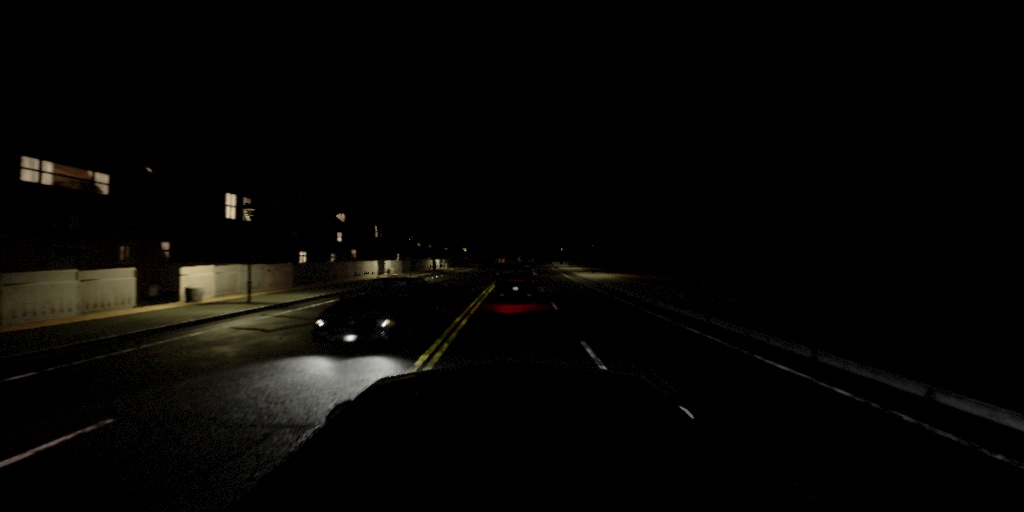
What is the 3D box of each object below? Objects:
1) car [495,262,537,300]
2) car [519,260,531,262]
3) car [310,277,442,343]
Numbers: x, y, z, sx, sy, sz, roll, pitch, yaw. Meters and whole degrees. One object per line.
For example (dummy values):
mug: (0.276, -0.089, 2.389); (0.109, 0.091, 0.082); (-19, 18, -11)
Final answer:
car: (0.211, 1.249, 17.974); (1.882, 1.535, 5.008); (0, 0, 1)
car: (1.064, 1.422, 43.636); (1.895, 1.301, 4.718); (0, 0, 3)
car: (-3.286, 1.304, 10.005); (2.033, 1.411, 5.357); (0, 0, 1)
